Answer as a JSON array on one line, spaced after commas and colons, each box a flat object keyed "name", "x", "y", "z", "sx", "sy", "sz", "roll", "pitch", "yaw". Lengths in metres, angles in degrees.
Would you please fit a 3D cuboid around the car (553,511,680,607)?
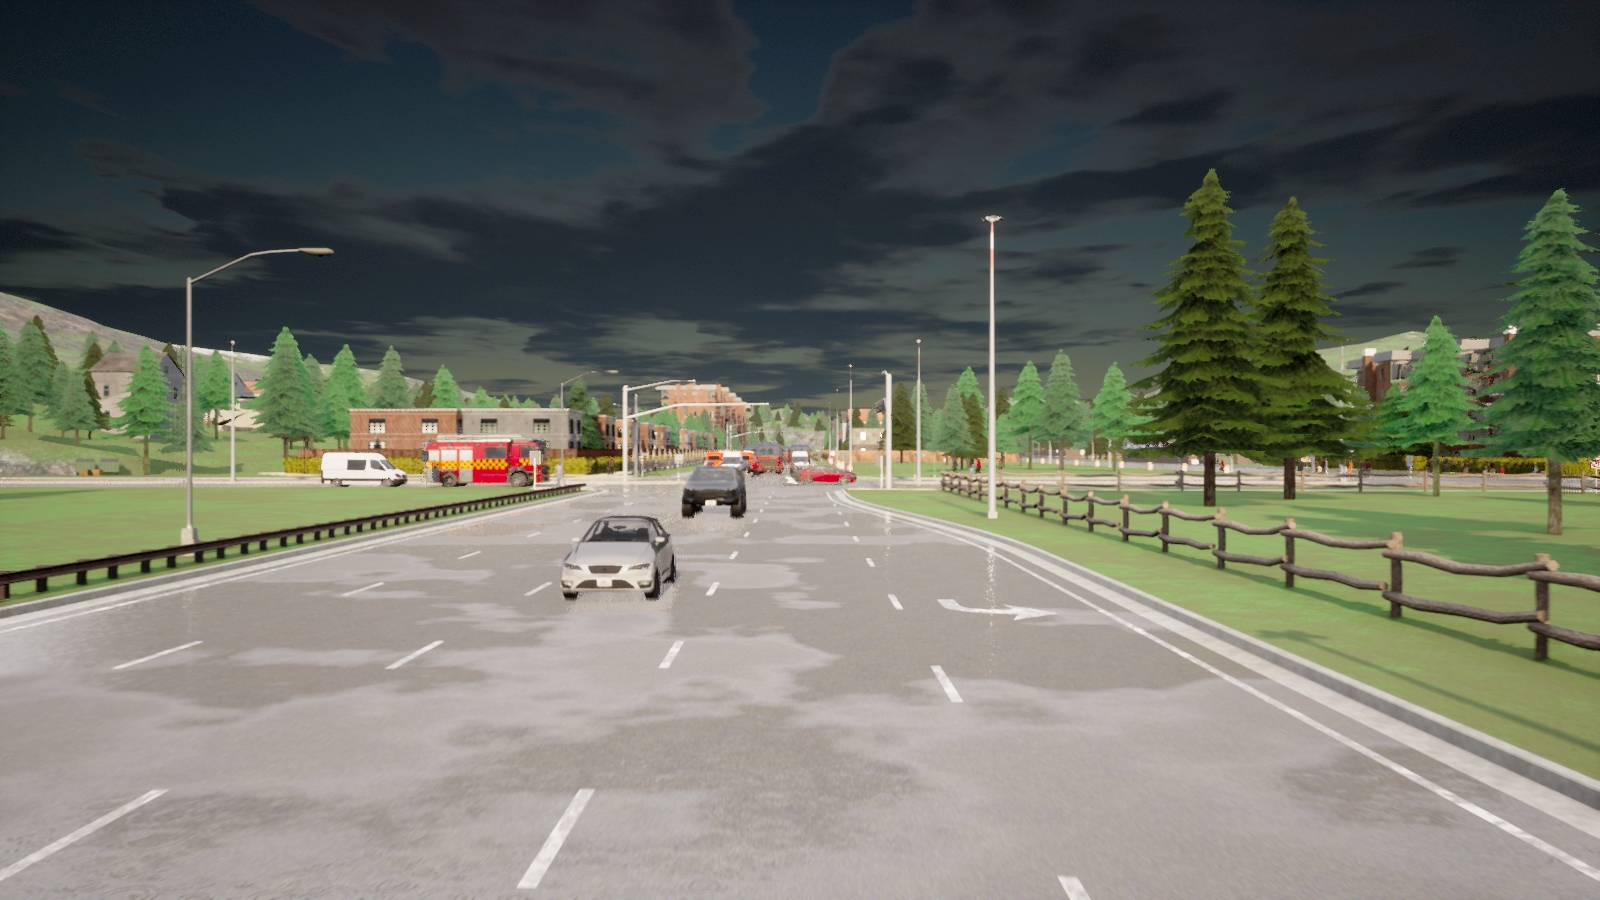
[{"name": "car", "x": -3.503, "y": 2.052, "z": 22.511, "sx": 1.816, "sy": 1.474, "sz": 4.193, "roll": 0, "pitch": 0, "yaw": 0}]

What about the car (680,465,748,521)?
[{"name": "car", "x": -3.515, "y": 1.728, "z": 47.985, "sx": 2.390, "sy": 2.098, "sz": 6.274, "roll": 0, "pitch": 0, "yaw": 0}]
